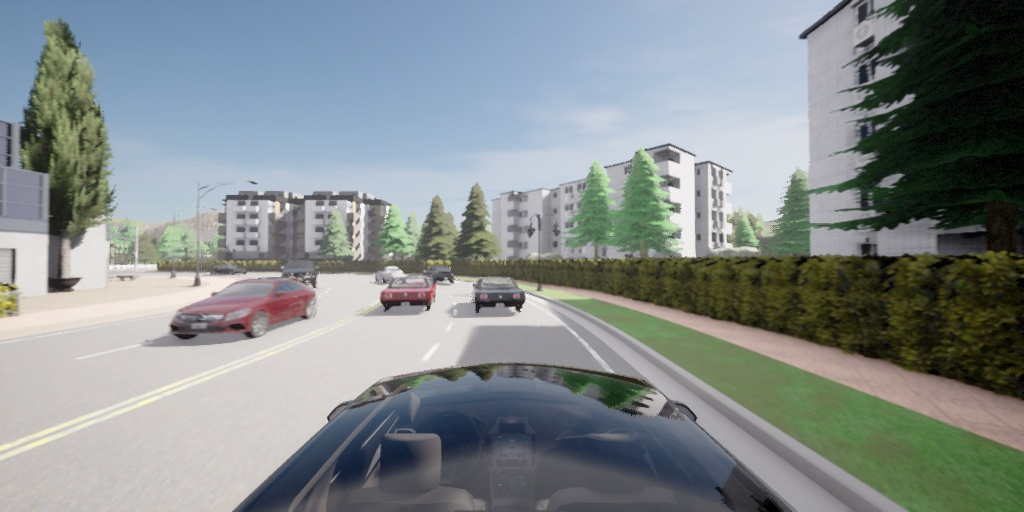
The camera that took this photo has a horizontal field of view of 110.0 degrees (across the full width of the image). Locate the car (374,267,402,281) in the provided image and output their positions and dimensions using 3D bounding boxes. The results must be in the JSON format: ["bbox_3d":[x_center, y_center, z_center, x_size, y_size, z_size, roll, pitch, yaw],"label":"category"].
[{"bbox_3d":[-11.063,1.698,32.532,1.812,1.442,4.674,1,-1,-32],"label":"car"}]

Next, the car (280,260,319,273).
[{"bbox_3d":[-15.777,1.314,26.695,2.150,2.045,5.566,1,-1,-30],"label":"car"}]

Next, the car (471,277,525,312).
[{"bbox_3d":[-0.744,1.537,15.255,1.895,1.301,4.718,0,-1,-8],"label":"car"}]

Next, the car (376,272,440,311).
[{"bbox_3d":[-4.334,1.541,15.603,1.895,1.301,4.718,0,-1,-9],"label":"car"}]

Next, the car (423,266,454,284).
[{"bbox_3d":[-6.638,1.669,31.897,1.837,1.490,4.892,1,-1,-29],"label":"car"}]

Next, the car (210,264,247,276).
[{"bbox_3d":[-38.261,1.868,48.405,5.008,1.535,1.882,0,-1,16],"label":"car"}]

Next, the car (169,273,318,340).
[{"bbox_3d":[-7.470,1.398,10.629,1.812,1.442,4.674,0,-1,-5],"label":"car"}]
